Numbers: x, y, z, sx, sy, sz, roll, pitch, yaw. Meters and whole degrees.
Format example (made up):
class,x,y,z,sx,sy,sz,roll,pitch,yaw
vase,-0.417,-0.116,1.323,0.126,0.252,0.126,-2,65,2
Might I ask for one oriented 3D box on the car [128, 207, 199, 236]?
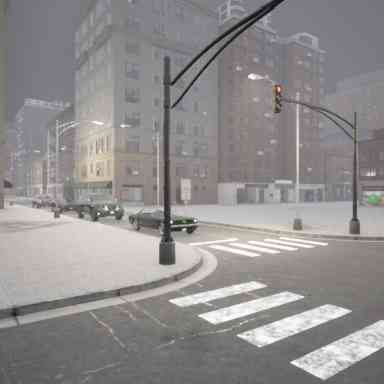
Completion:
class,x,y,z,sx,sy,sz,roll,pitch,yaw
car,-1.661,1.527,18.151,1.895,1.301,4.718,0,0,-36

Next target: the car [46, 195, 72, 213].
class,x,y,z,sx,sy,sz,roll,pitch,yaw
car,-13.175,1.311,34.312,1.882,1.535,5.008,0,0,-36

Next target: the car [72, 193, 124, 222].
class,x,y,z,sx,sy,sz,roll,pitch,yaw
car,-7.304,1.102,26.054,2.150,2.045,5.566,0,0,-35

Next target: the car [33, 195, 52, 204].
class,x,y,z,sx,sy,sz,roll,pitch,yaw
car,-25.423,1.270,56.545,2.033,1.411,5.357,0,0,-35

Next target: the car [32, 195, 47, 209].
class,x,y,z,sx,sy,sz,roll,pitch,yaw
car,-19.078,1.140,42.648,2.097,1.767,4.553,0,0,-35
